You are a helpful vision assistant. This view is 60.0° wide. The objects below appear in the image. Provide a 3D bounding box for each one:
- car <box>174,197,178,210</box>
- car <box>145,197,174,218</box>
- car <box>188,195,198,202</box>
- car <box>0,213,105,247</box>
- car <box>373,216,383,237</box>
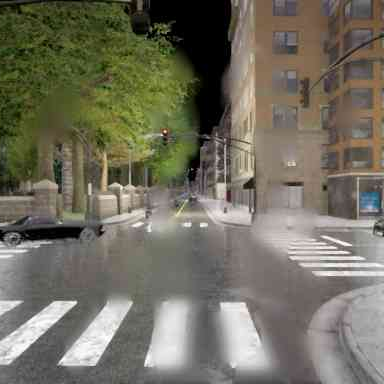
[{"bbox_3d":[-2.994,1.563,39.823,1.895,1.301,4.718,0,0,0],"label":"car"},{"bbox_3d":[-3.007,1.472,29.740,2.128,1.511,4.902,0,0,0],"label":"car"},{"bbox_3d":[0.227,1.425,70.695,1.812,1.442,4.674,0,0,0],"label":"car"},{"bbox_3d":[-6.325,1.596,14.734,4.718,1.301,1.895,0,0,-24],"label":"car"},{"bbox_3d":[11.009,1.366,15.502,4.553,1.767,2.097,0,0,1],"label":"car"}]
